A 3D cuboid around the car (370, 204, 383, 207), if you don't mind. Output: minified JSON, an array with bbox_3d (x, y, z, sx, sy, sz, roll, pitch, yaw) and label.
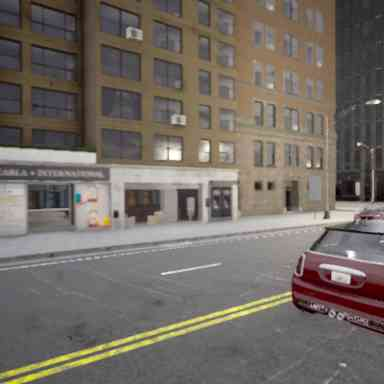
[{"bbox_3d":[11.392,1.404,19.766,4.181,1.385,1.994,0,0,-35],"label":"car"}]

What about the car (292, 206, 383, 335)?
[{"bbox_3d":[4.002,1.301,6.297,4.553,1.767,2.097,-1,0,-35],"label":"car"}]
